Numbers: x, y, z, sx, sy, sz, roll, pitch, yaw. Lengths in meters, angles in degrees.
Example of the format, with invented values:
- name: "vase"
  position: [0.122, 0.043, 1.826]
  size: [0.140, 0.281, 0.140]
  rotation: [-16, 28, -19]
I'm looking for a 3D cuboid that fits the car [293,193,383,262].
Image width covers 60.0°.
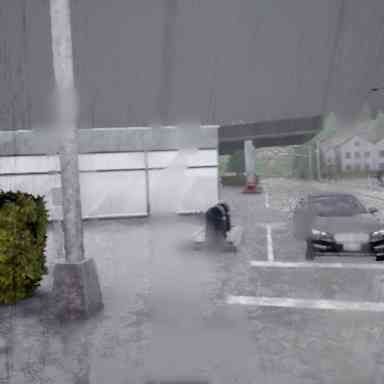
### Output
- name: "car"
  position: [4.013, 0.802, 9.651]
  size: [2.128, 1.511, 4.902]
  rotation: [-2, 3, 12]

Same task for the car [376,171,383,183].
- name: "car"
  position: [28.761, -1.979, 47.178]
  size: [3.806, 1.475, 1.970]
  rotation: [-2, 3, 12]
